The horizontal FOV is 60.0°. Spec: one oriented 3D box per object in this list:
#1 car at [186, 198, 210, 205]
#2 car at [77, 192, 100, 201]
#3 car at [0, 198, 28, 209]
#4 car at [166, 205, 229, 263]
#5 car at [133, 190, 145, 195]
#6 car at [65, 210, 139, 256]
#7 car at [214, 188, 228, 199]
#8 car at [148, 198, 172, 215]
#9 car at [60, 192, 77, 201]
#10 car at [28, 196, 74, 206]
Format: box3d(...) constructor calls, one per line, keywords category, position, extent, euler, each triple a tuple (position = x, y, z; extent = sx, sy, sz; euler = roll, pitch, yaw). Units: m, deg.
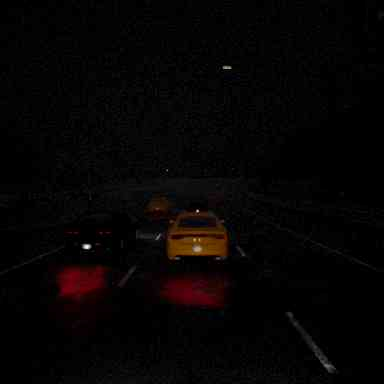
box3d(category="car", position=(0.524, 1.295, 29.927), extent=(1.837, 1.490, 4.892), euler=(0, 1, 1))
box3d(category="car", position=(-16.254, 0.844, 53.602), extent=(1.837, 1.490, 4.892), euler=(0, 1, 3))
box3d(category="car", position=(-17.126, 1.313, 32.047), extent=(2.033, 1.411, 5.357), euler=(0, 1, 2))
box3d(category="car", position=(0.183, 1.441, 11.831), extent=(1.882, 1.535, 5.008), euler=(0, 0, 1))
box3d(category="car", position=(-11.641, 0.164, 73.643), extent=(2.033, 1.411, 5.357), euler=(0, 2, 4))
box3d(category="car", position=(-3.304, 1.460, 12.950), extent=(1.837, 1.490, 4.892), euler=(0, 0, 1))
box3d(category="car", position=(5.241, 0.501, 62.528), extent=(1.882, 1.535, 5.008), euler=(0, 2, 3))
box3d(category="car", position=(-2.941, 1.253, 31.278), extent=(1.882, 1.535, 5.008), euler=(0, 1, 2))
box3d(category="car", position=(-19.765, 0.853, 53.382), extent=(1.837, 1.490, 4.892), euler=(0, 1, 3))
box3d(category="car", position=(-13.613, 1.363, 32.400), extent=(1.895, 1.301, 4.718), euler=(0, 1, 2))
